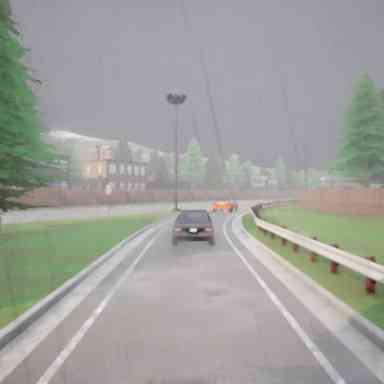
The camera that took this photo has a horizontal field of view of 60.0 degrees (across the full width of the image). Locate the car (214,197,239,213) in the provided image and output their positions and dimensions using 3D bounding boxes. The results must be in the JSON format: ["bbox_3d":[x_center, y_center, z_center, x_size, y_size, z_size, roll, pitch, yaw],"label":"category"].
[{"bbox_3d":[3.810,1.294,36.874,2.097,1.767,4.553,0,0,18],"label":"car"}]

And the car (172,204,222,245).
[{"bbox_3d":[0.113,1.524,15.415,2.033,1.411,5.357,0,0,1],"label":"car"}]
